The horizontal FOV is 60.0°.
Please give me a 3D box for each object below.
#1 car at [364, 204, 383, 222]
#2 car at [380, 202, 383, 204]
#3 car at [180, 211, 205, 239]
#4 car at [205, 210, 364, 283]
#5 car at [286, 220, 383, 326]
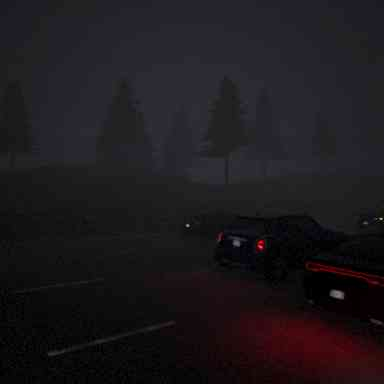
[{"bbox_3d":[12.243,1.692,21.162,4.674,1.442,1.812,0,0,-35],"label":"car"},{"bbox_3d":[18.218,1.591,29.641,4.553,1.767,2.097,1,0,-36],"label":"car"},{"bbox_3d":[1.420,1.648,17.657,4.181,1.385,1.994,1,0,-36],"label":"car"},{"bbox_3d":[2.924,1.413,10.130,4.553,1.767,2.097,1,0,-36],"label":"car"},{"bbox_3d":[4.391,1.534,6.880,5.008,1.535,1.882,0,0,-36],"label":"car"}]
